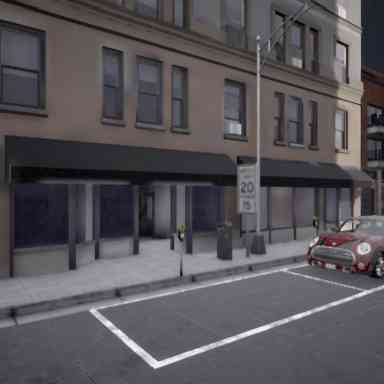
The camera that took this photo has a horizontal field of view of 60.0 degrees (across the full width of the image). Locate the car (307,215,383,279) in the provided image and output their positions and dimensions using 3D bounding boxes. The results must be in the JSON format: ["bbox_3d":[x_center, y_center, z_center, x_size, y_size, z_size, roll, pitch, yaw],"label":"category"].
[{"bbox_3d":[5.281,1.439,9.954,4.097,1.590,1.967,0,0,-35],"label":"car"}]
